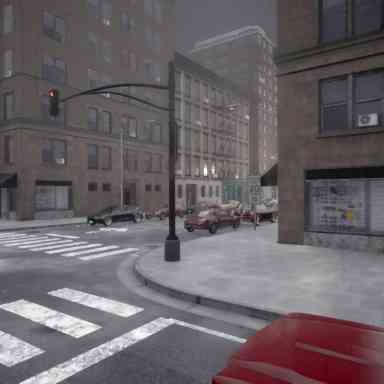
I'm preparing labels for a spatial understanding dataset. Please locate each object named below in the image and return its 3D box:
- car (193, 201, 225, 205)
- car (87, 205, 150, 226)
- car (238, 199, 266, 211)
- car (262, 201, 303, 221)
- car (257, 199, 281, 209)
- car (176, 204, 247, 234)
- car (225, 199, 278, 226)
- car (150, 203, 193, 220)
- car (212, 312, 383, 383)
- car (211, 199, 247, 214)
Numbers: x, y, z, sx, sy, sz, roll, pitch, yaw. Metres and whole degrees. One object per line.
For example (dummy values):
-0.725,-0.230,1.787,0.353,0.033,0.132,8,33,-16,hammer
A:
1.077,1.565,32.505,1.887,1.381,4.507,0,0,36,car
-5.340,1.590,23.526,1.947,1.339,4.313,0,0,36,car
7.493,1.600,41.485,1.802,1.307,4.206,0,0,36,car
7.706,1.495,27.980,1.752,1.417,4.829,0,0,36,car
10.701,1.601,45.974,1.802,1.307,4.206,0,0,36,car
1.190,1.555,18.861,1.802,1.307,4.206,0,0,36,car
4.398,1.412,23.352,1.967,1.590,4.097,0,0,36,car
-2.132,1.604,28.016,1.802,1.307,4.206,0,0,36,car
2.397,1.601,1.981,4.718,1.301,1.895,0,0,36,car
4.186,1.544,36.856,1.752,1.417,4.829,0,0,36,car
